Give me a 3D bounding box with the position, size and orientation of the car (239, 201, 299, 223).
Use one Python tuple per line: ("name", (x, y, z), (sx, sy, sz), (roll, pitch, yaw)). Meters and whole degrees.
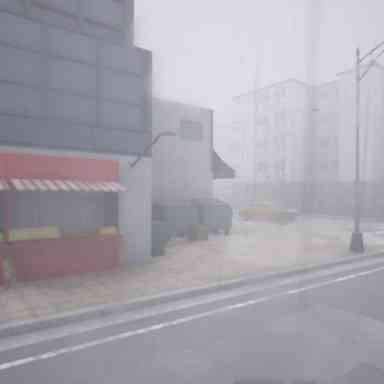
("car", (5.794, 1.457, 25.399), (1.882, 1.535, 5.008), (1, 0, -36))
